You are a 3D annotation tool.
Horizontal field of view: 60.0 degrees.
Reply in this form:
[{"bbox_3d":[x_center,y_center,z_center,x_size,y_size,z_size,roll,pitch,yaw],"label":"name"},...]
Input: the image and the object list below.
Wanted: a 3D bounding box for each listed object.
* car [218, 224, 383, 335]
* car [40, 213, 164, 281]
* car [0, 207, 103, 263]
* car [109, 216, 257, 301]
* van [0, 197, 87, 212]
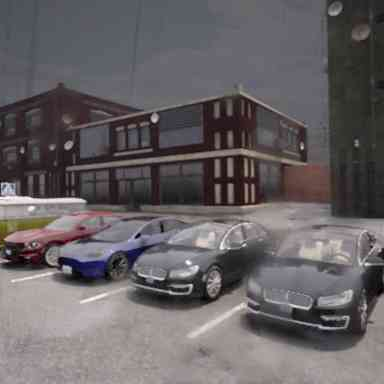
[{"bbox_3d":[2.820,1.478,6.955,2.231,1.521,4.892,0,0,36],"label":"car"},{"bbox_3d":[-1.681,1.507,10.137,2.163,1.488,4.792,0,0,36],"label":"car"},{"bbox_3d":[-3.900,1.484,11.771,2.097,1.535,5.008,0,0,36],"label":"car"},{"bbox_3d":[0.581,1.476,8.561,2.231,1.521,4.892,0,0,36],"label":"car"},{"bbox_3d":[-5.978,1.267,13.396,1.878,1.987,4.442,0,0,36],"label":"van"}]
